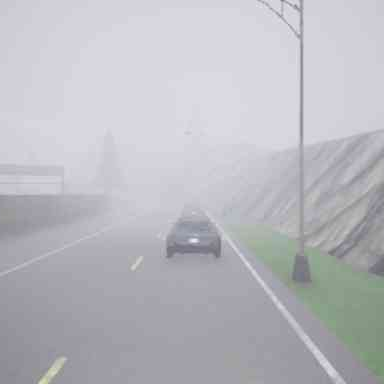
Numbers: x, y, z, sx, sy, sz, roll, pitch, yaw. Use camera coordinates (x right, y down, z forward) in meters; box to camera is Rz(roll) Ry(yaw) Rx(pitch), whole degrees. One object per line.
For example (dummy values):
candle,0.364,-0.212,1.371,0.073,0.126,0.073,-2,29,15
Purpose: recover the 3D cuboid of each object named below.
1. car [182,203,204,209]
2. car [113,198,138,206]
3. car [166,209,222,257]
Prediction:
car,0.071,1.624,28.055,1.994,1.385,4.181,0,0,0
car,-11.881,1.667,55.883,5.357,1.411,2.033,0,0,8
car,0.071,1.592,13.074,1.994,1.385,4.181,0,0,0
